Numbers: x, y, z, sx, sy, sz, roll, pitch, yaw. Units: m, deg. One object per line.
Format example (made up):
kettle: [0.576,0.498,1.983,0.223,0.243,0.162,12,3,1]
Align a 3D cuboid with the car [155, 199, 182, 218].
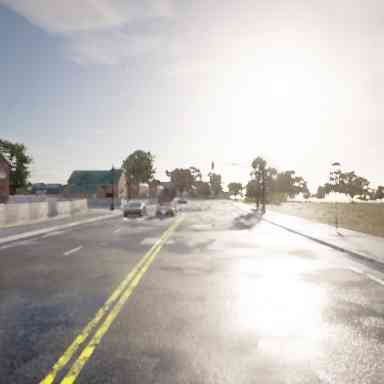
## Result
car: [-2.611,1.806,34.530,2.128,1.511,4.902,0,-1,3]

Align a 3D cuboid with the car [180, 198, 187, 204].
car: [-2.416,2.356,86.181,1.882,1.535,5.008,0,-1,5]

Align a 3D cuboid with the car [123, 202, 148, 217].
car: [-5.847,1.823,34.926,1.837,1.490,4.892,0,-1,3]
